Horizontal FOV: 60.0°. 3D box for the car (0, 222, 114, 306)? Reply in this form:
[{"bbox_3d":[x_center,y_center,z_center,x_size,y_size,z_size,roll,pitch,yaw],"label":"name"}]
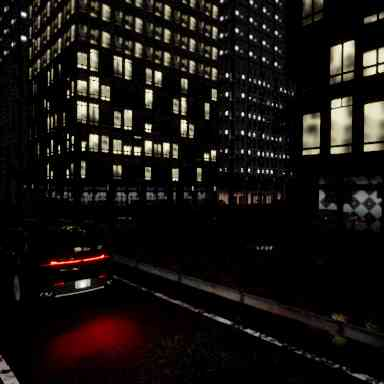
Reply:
[{"bbox_3d":[-3.669,1.501,8.169,1.837,1.490,4.892,0,0,-41],"label":"car"}]

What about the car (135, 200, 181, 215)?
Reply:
[{"bbox_3d":[-3.709,1.648,36.494,4.829,1.417,1.752,1,0,-40],"label":"car"}]

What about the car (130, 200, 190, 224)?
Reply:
[{"bbox_3d":[-2.502,1.524,26.561,5.009,1.841,2.192,1,0,-40],"label":"car"}]

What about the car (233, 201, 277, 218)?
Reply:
[{"bbox_3d":[6.263,1.833,33.926,4.829,1.417,1.752,1,0,-40],"label":"car"}]

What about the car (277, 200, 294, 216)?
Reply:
[{"bbox_3d":[10.451,1.936,37.445,4.206,1.307,1.802,1,0,-40],"label":"car"}]

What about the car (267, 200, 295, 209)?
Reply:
[{"bbox_3d":[13.689,1.882,51.109,4.313,1.339,1.947,1,0,-40],"label":"car"}]
